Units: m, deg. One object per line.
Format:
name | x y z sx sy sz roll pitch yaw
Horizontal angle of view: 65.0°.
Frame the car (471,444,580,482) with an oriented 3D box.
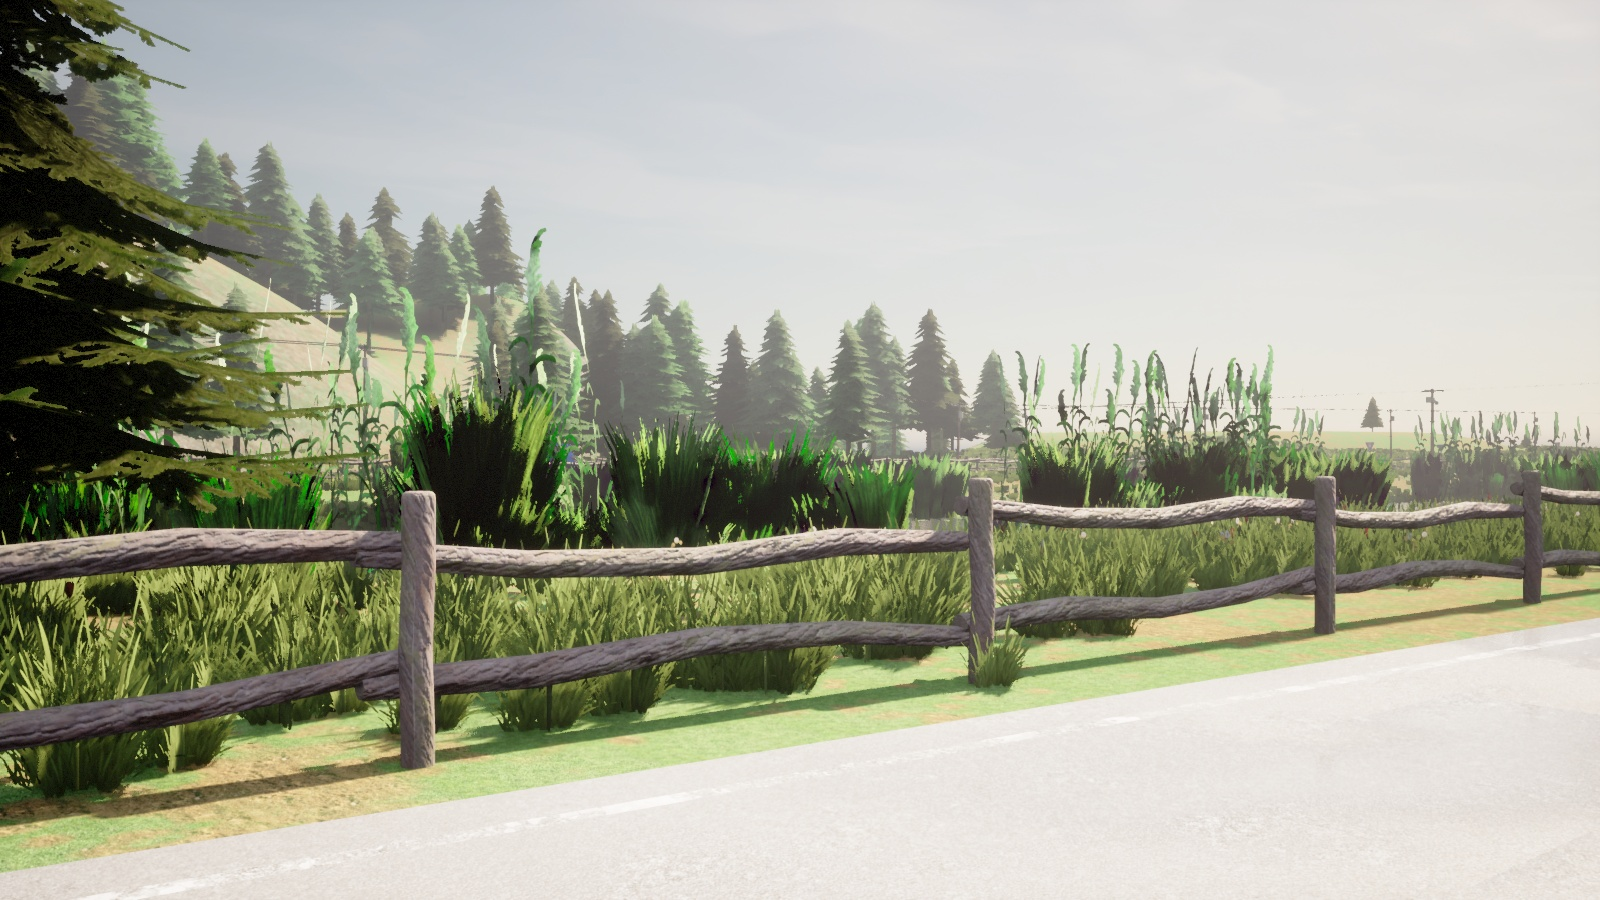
car | -15.105 0.700 69.322 5.566 2.045 2.150 0 0 -42
